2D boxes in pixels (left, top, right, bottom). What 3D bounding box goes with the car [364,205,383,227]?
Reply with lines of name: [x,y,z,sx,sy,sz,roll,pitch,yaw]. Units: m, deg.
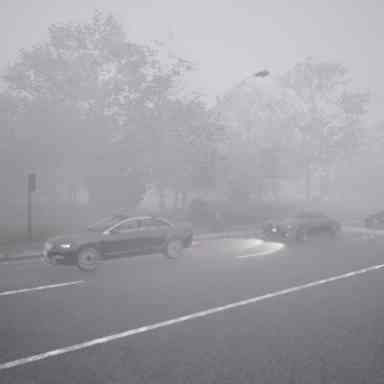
car: [13.270,1.534,21.929,4.674,1.442,1.812,0,0,-35]

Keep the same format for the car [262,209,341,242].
car: [5.435,1.569,16.373,4.181,1.385,1.994,0,0,-34]

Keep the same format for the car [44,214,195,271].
car: [-2.213,1.493,10.993,4.902,1.511,2.128,0,0,-35]
